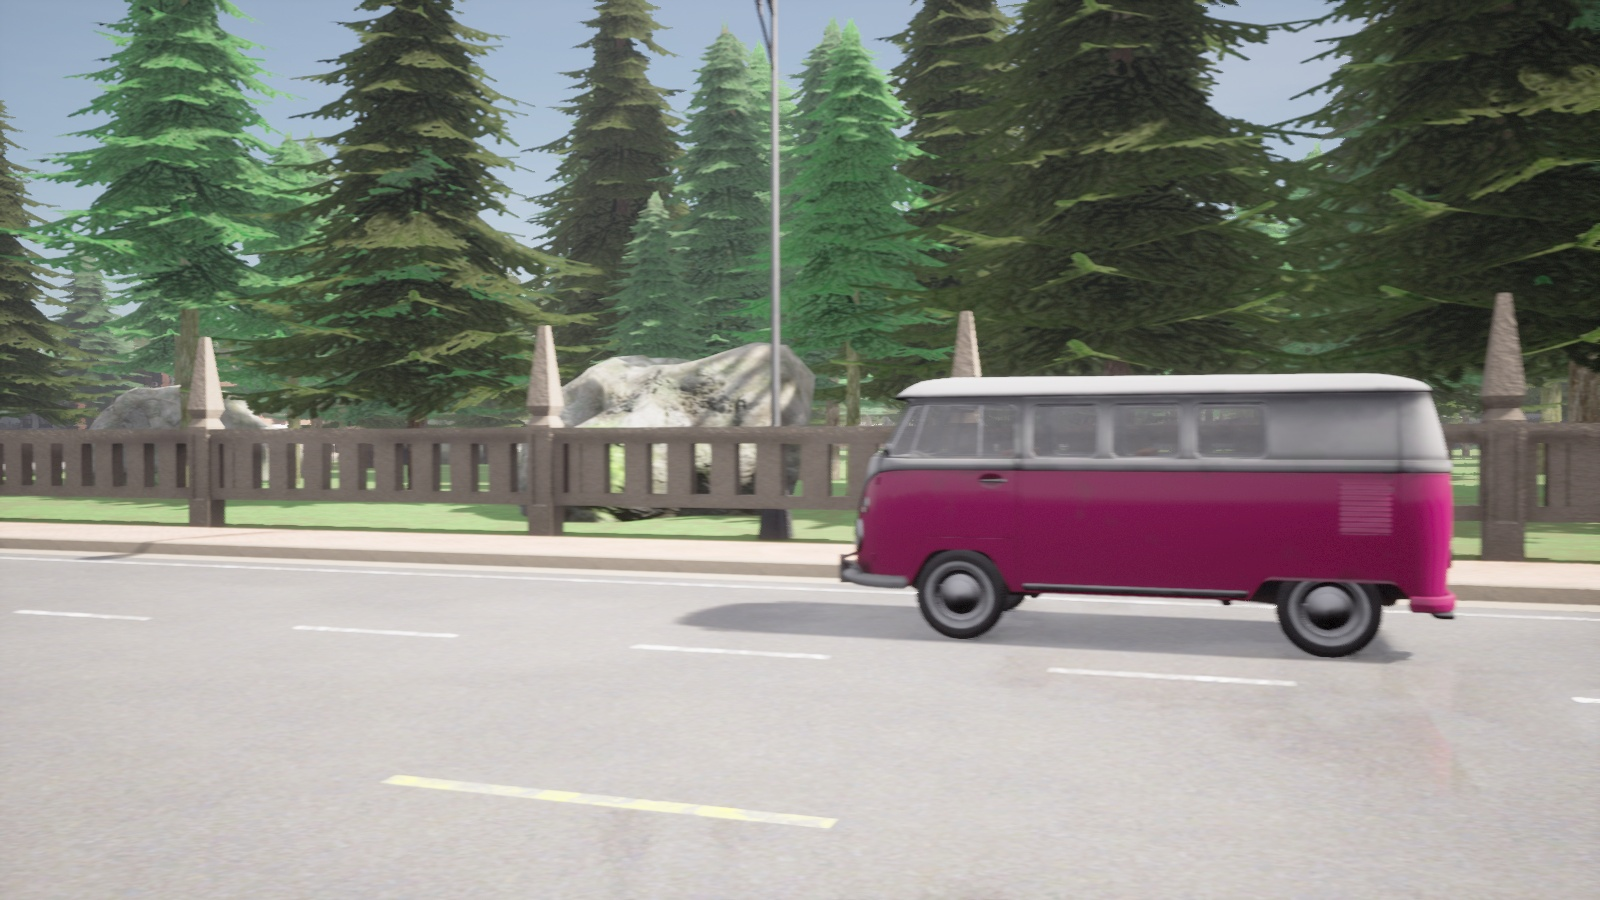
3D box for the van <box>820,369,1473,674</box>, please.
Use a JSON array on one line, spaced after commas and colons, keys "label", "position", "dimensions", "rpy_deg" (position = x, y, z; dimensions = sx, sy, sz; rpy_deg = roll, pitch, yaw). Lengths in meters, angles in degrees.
[{"label": "van", "position": [2.543, 0.433, 9.719], "dimensions": [4.442, 1.987, 1.775], "rpy_deg": [1, 1, 19]}]
